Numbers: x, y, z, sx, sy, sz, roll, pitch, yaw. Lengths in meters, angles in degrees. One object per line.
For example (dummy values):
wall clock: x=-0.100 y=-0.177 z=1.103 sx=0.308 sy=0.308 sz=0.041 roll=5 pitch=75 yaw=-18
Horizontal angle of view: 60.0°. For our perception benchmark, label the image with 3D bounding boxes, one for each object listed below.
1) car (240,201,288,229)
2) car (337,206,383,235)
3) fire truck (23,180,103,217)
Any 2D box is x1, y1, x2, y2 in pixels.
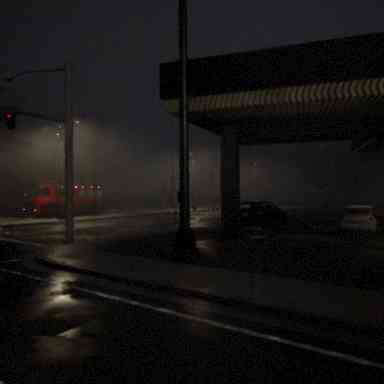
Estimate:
car: x=4.422 y=1.388 z=21.315 sx=2.242 sy=1.667 sz=4.611 roll=-1 pitch=0 yaw=37
car: x=9.498 y=1.487 z=18.517 sx=1.970 sy=1.475 sz=3.806 roll=-1 pitch=0 yaw=37
fire truck: x=-14.276 y=0.691 z=37.624 sx=2.891 sy=3.827 sz=8.468 roll=-1 pitch=0 yaw=36
